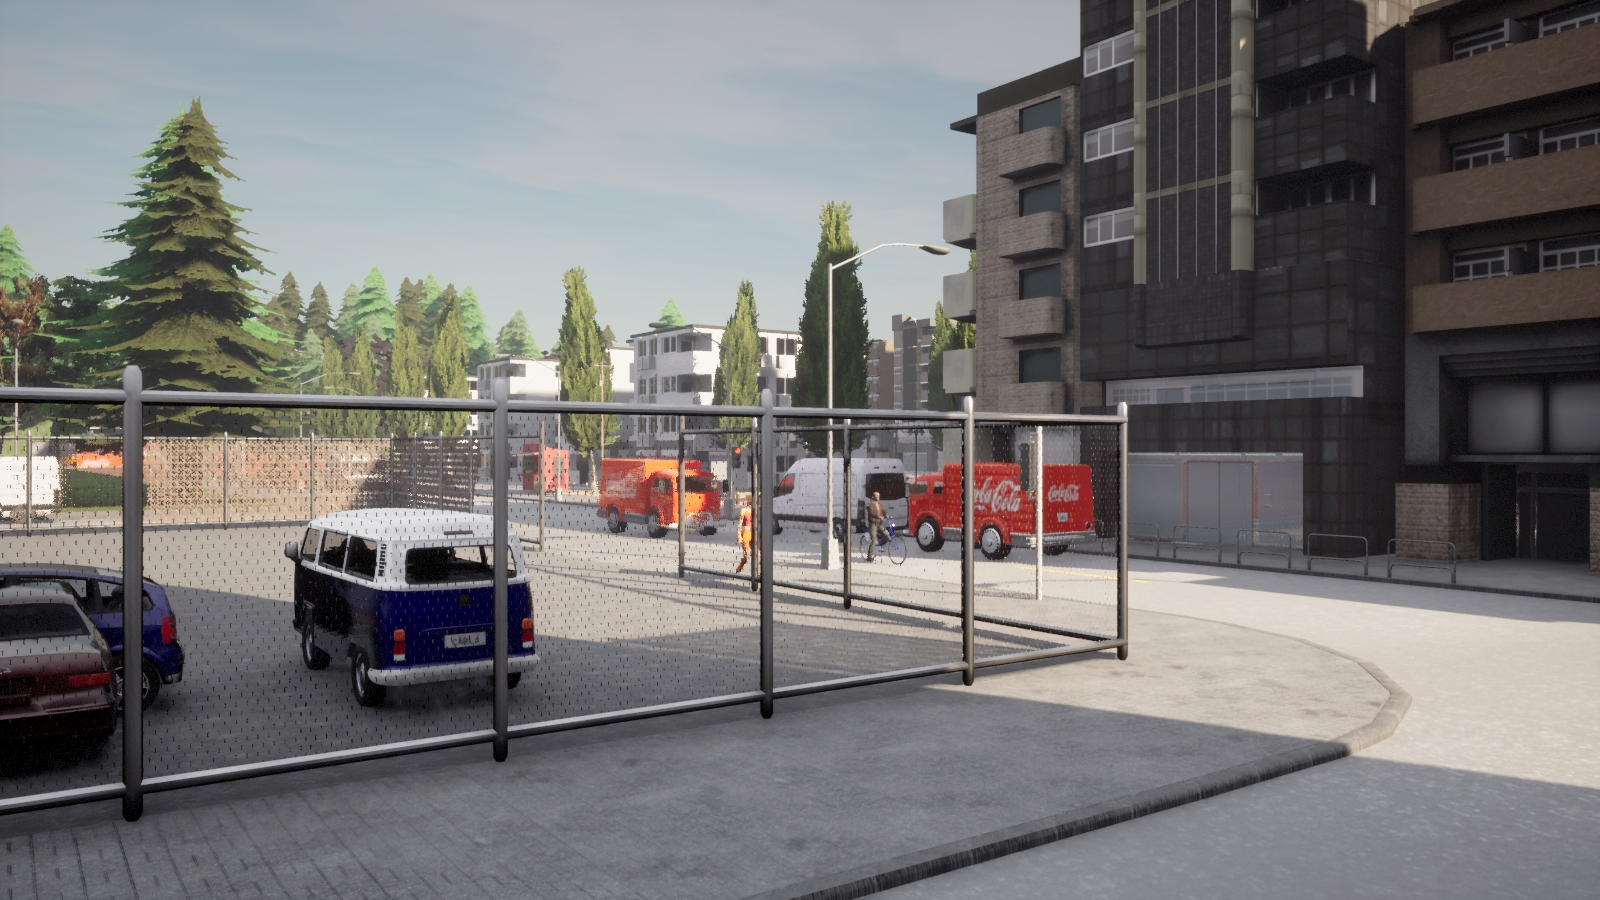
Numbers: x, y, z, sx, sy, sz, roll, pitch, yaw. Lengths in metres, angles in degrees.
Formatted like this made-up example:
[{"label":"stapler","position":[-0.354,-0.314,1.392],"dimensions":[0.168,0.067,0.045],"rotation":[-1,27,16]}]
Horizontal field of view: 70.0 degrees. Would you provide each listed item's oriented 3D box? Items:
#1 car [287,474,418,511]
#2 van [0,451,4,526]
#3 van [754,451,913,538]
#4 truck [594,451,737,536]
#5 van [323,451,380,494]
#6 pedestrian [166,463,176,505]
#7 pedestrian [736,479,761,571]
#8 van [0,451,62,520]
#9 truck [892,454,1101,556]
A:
[{"label":"car","position":[-19.790,1.842,50.685],"dimensions":[2.231,1.480,4.892],"rotation":[0,0,41]},{"label":"van","position":[-30.384,1.314,38.452],"dimensions":[5.915,2.561,1.988],"rotation":[0,0,-35]},{"label":"van","position":[0.943,1.314,36.724],"dimensions":[1.988,2.561,5.915],"rotation":[0,0,-35]},{"label":"truck","position":[-4.545,1.330,37.845],"dimensions":[2.627,2.467,5.204],"rotation":[0,1,-34]},{"label":"van","position":[-27.847,1.314,70.790],"dimensions":[1.988,2.561,5.915],"rotation":[0,0,-35]},{"label":"pedestrian","position":[-28.272,1.526,51.369],"dimensions":[0.375,1.860,0.375],"rotation":[0,0,-35]},{"label":"pedestrian","position":[-1.051,1.524,23.396],"dimensions":[0.375,1.860,0.375],"rotation":[0,0,-35]},{"label":"van","position":[-31.121,1.314,42.667],"dimensions":[5.915,2.561,1.988],"rotation":[0,0,-34]},{"label":"truck","position":[5.157,1.349,30.740],"dimensions":[2.627,2.467,5.204],"rotation":[0,0,-35]}]
